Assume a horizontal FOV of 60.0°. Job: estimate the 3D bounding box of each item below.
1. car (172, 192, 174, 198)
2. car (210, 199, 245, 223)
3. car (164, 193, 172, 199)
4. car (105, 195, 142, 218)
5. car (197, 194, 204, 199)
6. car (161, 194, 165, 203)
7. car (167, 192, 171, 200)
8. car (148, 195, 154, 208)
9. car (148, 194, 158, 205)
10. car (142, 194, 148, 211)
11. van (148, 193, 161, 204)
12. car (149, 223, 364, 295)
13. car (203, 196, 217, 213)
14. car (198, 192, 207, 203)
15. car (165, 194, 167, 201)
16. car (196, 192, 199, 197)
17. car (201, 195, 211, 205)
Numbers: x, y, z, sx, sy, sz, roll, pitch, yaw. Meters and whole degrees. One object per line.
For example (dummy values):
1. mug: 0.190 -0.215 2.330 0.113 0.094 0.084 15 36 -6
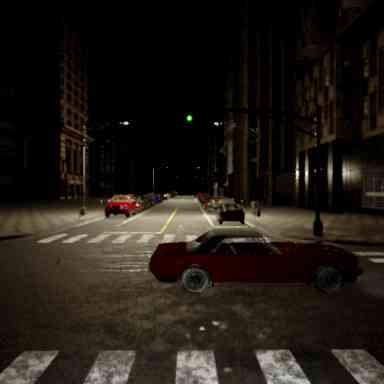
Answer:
1. car: -6.424 1.159 84.937 1.947 1.339 4.313 0 0 0
2. car: 2.575 1.446 22.966 2.008 1.369 4.403 0 0 0
3. car: -6.466 1.097 90.407 1.752 1.417 4.829 0 0 0
4. car: -5.993 1.156 28.531 2.192 1.841 5.009 0 0 0
5. car: 2.100 1.145 85.180 1.752 1.417 4.829 0 0 0
6. car: -6.208 1.151 56.734 1.967 1.590 4.097 0 0 0
7. car: -6.338 1.204 73.656 1.947 1.339 4.313 0 0 0
8. car: -6.079 1.354 39.814 1.947 1.339 4.313 0 0 0
9. car: -6.122 1.343 45.453 1.802 1.307 4.206 0 0 0
10. car: -6.036 1.254 34.173 1.967 1.590 4.097 0 0 0
11. van: -6.165 1.077 51.093 1.690 1.788 3.998 0 0 0
12. car: 1.414 1.562 7.992 4.718 1.301 1.895 0 0 -1
13. car: 2.489 1.392 34.247 2.008 1.369 4.403 0 0 0
14. car: 2.359 1.203 51.168 1.967 1.590 4.097 0 0 0
15. car: -6.250 1.212 62.205 1.752 1.417 4.829 0 0 0
16. car: 2.273 1.153 62.448 1.967 1.590 4.097 0 0 0
17. car: 2.446 1.360 39.888 1.887 1.381 4.507 0 0 0
